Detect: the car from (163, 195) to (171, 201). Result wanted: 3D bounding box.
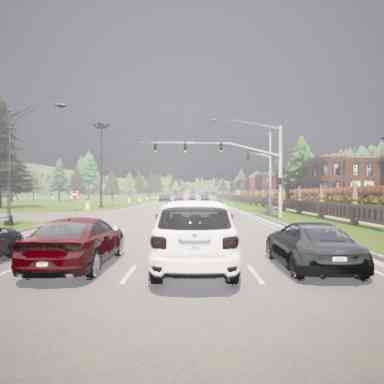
[{"bbox_3d":[-6.984,1.559,91.998,1.837,1.490,4.892,0,0,0],"label":"car"}]

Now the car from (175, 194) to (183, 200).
[{"bbox_3d":[-3.484,1.414,91.967,2.097,1.767,4.553,0,0,0],"label":"car"}]

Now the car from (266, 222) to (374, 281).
[{"bbox_3d":[3.570,1.589,10.010,1.994,1.385,4.181,0,0,0],"label":"car"}]

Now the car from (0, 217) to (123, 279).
[{"bbox_3d":[-3.429,1.503,10.126,1.882,1.535,5.008,0,0,0],"label":"car"}]

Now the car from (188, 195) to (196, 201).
[{"bbox_3d":[0.016,1.599,91.996,2.033,1.411,5.357,0,0,0],"label":"car"}]

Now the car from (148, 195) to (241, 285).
[{"bbox_3d":[0.070,1.247,9.677,2.150,2.045,5.566,0,0,0],"label":"car"}]

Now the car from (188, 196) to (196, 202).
[{"bbox_3d":[0.014,1.733,81.576,2.033,1.411,5.357,0,0,0],"label":"car"}]

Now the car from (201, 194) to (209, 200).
[{"bbox_3d":[3.516,1.414,91.966,2.097,1.767,4.553,0,0,0],"label":"car"}]
